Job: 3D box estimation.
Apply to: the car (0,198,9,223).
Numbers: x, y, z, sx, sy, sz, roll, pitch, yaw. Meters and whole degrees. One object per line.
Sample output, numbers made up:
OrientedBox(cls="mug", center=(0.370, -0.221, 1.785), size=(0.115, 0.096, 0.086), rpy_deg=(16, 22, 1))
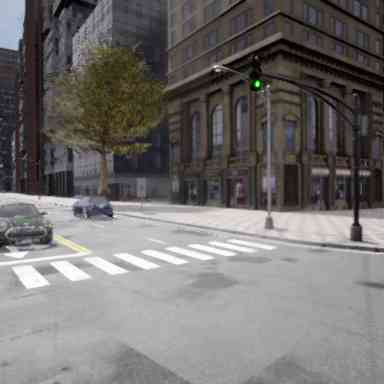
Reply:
OrientedBox(cls="car", center=(-15.064, 1.299, 24.943), size=(1.837, 1.490, 4.892), rpy_deg=(-1, 3, -35))

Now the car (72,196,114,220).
OrientedBox(cls="car", center=(-7.895, 1.104, 26.233), size=(2.097, 1.767, 4.553), rpy_deg=(-1, 1, -35))

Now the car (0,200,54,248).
OrientedBox(cls="car", center=(-7.547, 1.261, 14.372), size=(2.097, 1.767, 4.553), rpy_deg=(-1, 1, -36))
